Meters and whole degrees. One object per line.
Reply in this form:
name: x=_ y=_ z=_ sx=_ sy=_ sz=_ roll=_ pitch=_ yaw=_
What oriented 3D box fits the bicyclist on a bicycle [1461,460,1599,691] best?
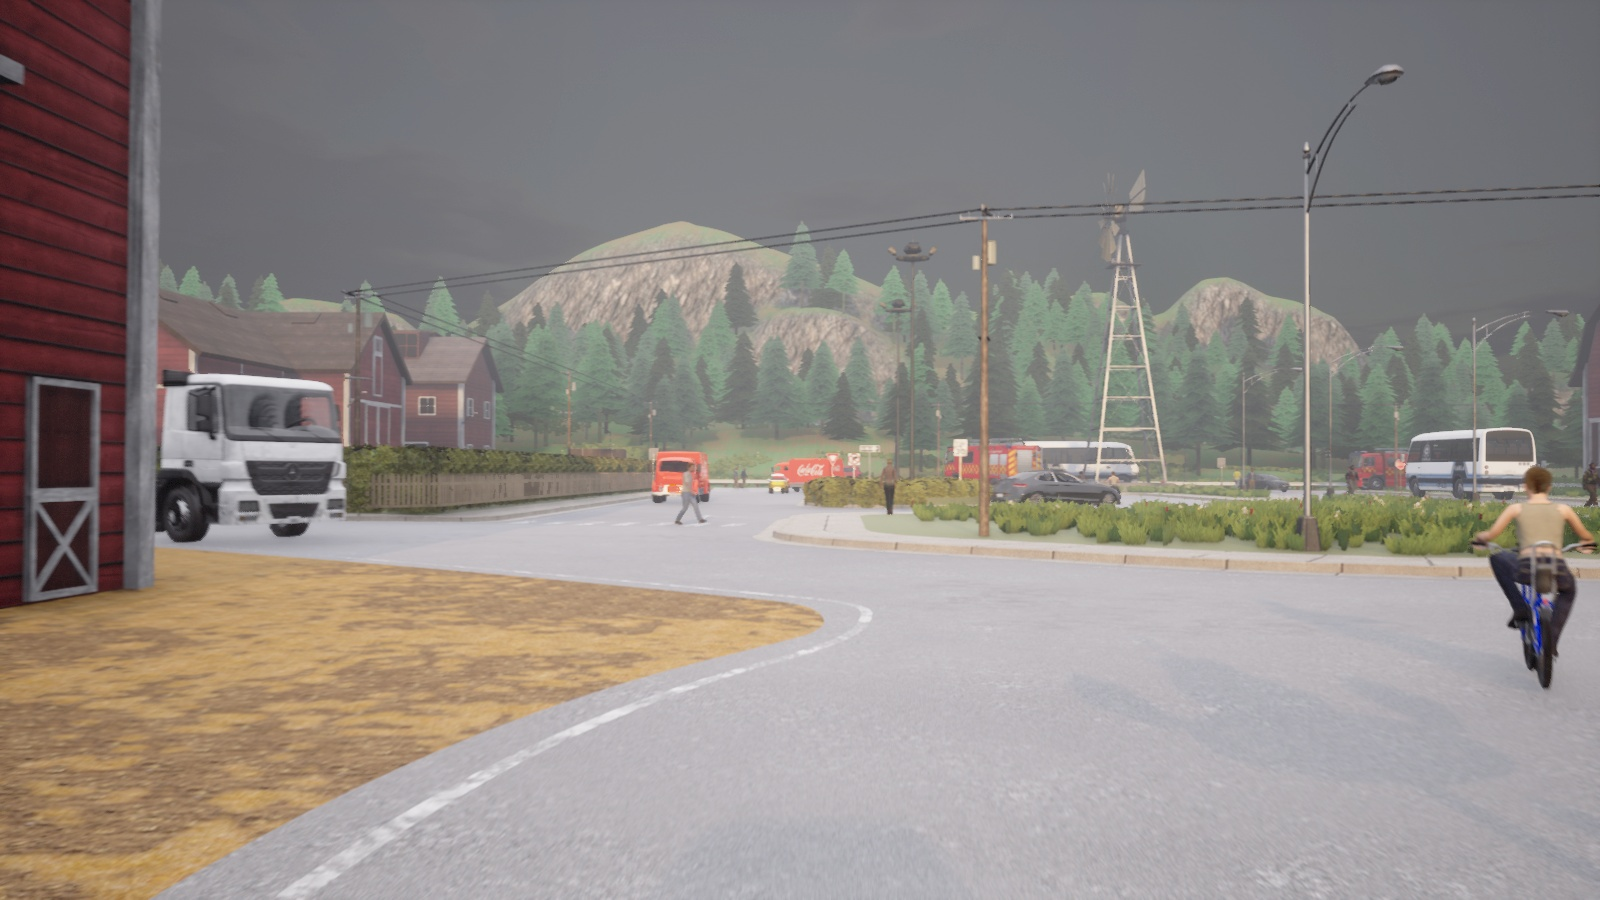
bicyclist on a bicycle: x=5.606 y=0.891 z=9.611 sx=0.866 sy=1.612 sz=1.509 roll=-1 pitch=-1 yaw=25

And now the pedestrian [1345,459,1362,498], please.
pedestrian: x=27.839 y=1.425 z=63.162 sx=0.402 sy=1.930 sz=0.666 roll=0 pitch=-1 yaw=-20

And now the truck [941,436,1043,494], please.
truck: x=13.232 y=1.068 z=87.573 sx=2.891 sy=3.827 sz=8.468 roll=0 pitch=-1 yaw=-24

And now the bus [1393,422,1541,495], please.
bus: x=41.450 y=0.601 z=78.584 sx=3.944 sy=4.253 sz=10.273 roll=0 pitch=-1 yaw=1

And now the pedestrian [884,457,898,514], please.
pedestrian: x=2.958 y=1.144 z=40.892 sx=0.331 sy=1.846 sz=0.634 roll=0 pitch=-1 yaw=13

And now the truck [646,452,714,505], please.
truck: x=-5.753 y=1.370 z=60.946 sx=2.627 sy=2.467 sz=5.204 roll=0 pitch=-1 yaw=2

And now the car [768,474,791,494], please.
car: x=-1.418 y=2.319 z=86.227 sx=1.481 sy=1.376 sz=2.207 roll=0 pitch=-1 yaw=2

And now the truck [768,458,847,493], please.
truck: x=0.541 y=1.856 z=91.948 sx=5.204 sy=2.467 sz=2.627 roll=-2 pitch=-1 yaw=34

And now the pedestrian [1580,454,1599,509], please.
pedestrian: x=28.182 y=1.114 z=44.670 sx=0.395 sy=1.930 sz=0.692 roll=0 pitch=-1 yaw=-4

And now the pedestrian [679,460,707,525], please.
pedestrian: x=-3.046 y=1.211 z=35.743 sx=0.706 sy=1.836 sz=0.354 roll=-1 pitch=-1 yaw=18

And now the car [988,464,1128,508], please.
car: x=10.028 y=1.375 z=48.858 sx=5.027 sy=1.651 sz=2.152 roll=0 pitch=-1 yaw=-24

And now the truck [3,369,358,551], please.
truck: x=-13.481 y=0.239 z=27.141 sx=7.936 sy=3.462 sz=2.891 roll=-1 pitch=-1 yaw=30
